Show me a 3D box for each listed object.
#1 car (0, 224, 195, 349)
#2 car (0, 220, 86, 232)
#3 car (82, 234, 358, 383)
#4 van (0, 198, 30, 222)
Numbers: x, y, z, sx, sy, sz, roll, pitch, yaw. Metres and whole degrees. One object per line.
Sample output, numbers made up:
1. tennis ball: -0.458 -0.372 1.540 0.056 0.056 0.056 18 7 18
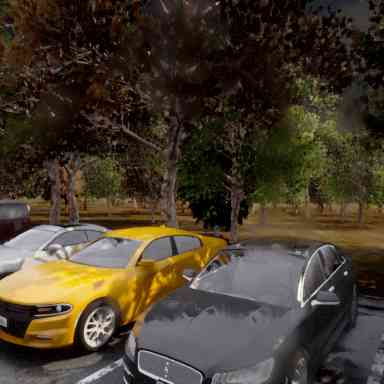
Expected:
1. car: -1.108 1.481 6.551 2.097 1.535 5.008 0 0 35
2. car: -3.380 1.522 8.164 2.002 1.452 4.674 0 0 35
3. car: 1.162 1.482 4.938 2.231 1.521 4.892 0 0 35
4. van: -7.987 1.256 11.295 1.878 1.987 4.442 0 0 35
